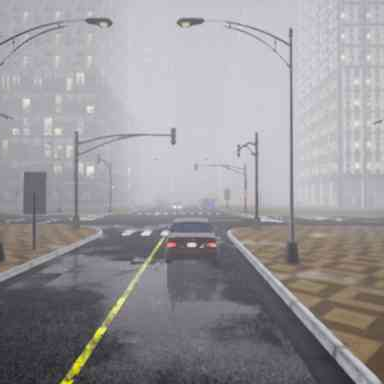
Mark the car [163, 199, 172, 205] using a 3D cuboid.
[{"bbox_3d":[-5.747,2.330,79.029,1.947,1.339,4.313,0,-1,0],"label":"car"}]

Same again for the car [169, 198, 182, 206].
[{"bbox_3d":[-3.087,2.211,70.799,2.128,1.511,4.902,0,-1,0],"label":"car"}]

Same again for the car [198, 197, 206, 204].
[{"bbox_3d":[2.670,2.184,90.083,2.192,1.841,5.009,0,-1,0],"label":"car"}]

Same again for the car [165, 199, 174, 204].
[{"bbox_3d":[-5.729,2.367,84.567,2.008,1.369,4.403,0,-1,0],"label":"car"}]

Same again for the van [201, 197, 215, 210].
[{"bbox_3d":[2.658,1.839,51.313,1.690,1.788,3.998,0,-1,0],"label":"van"}]

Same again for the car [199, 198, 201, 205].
[{"bbox_3d":[2.585,2.096,56.849,1.887,1.381,4.507,0,-1,0],"label":"car"}]

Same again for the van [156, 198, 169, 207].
[{"bbox_3d":[-5.800,1.946,62.414,1.690,1.788,3.998,0,-1,0],"label":"van"}]

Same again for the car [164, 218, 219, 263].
[{"bbox_3d":[0.004,1.671,12.538,2.033,1.411,5.357,0,-1,0],"label":"car"}]

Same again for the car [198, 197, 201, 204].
[{"bbox_3d":[2.634,2.079,79.004,2.192,1.841,5.009,0,-1,0],"label":"car"}]
